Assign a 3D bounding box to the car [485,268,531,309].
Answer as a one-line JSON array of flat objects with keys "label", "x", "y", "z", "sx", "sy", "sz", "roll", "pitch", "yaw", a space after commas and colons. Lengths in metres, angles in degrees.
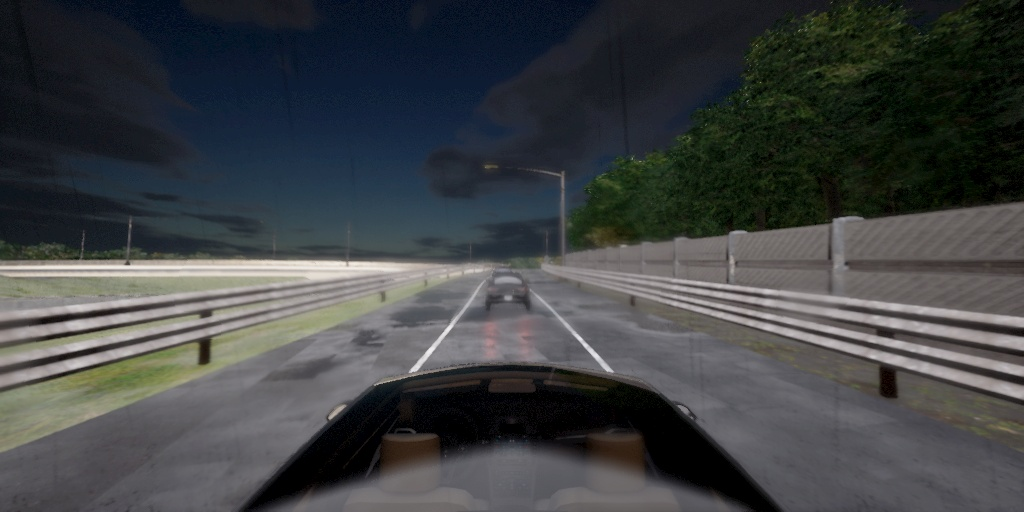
[{"label": "car", "x": -0.194, "y": 1.440, "z": 15.896, "sx": 1.812, "sy": 1.442, "sz": 4.674, "roll": 0, "pitch": 0, "yaw": -1}]
